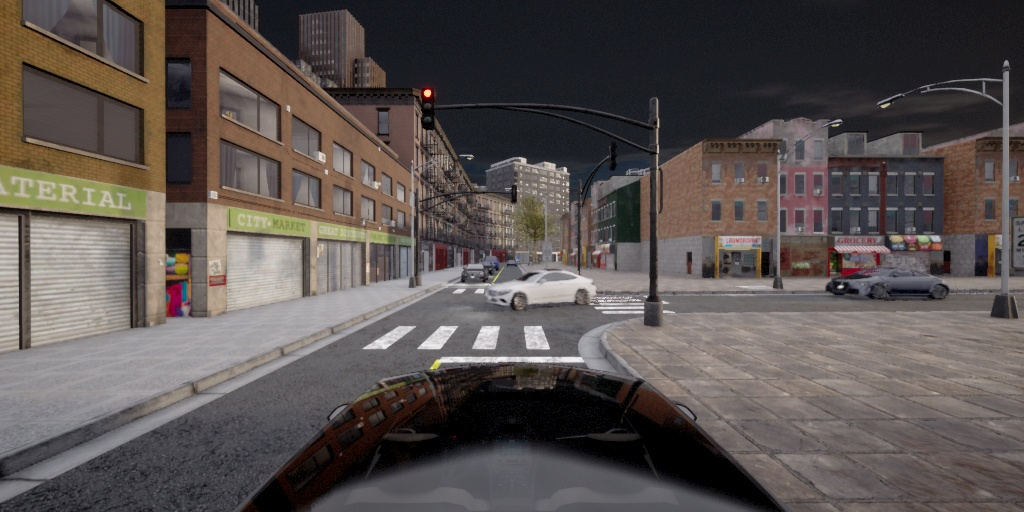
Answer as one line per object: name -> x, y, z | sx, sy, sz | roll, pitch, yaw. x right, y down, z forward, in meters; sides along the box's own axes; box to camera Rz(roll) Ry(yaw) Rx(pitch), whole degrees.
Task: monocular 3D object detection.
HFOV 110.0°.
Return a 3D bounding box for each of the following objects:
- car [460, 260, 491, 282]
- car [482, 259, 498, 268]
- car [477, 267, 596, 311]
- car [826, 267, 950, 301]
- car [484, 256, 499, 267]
car -> -2.902, 1.281, 28.688 | 1.812, 1.442, 4.674 | 0, 0, 0
car -> -2.934, 1.311, 39.120 | 2.033, 1.411, 5.357 | 0, 0, 0
car -> 1.215, 1.271, 14.330 | 4.674, 1.442, 1.812 | 0, -1, -28
car -> 16.880, 1.213, 16.250 | 4.181, 1.385, 1.994 | 0, 0, 0
car -> -2.936, 0.997, 49.741 | 2.150, 2.045, 5.566 | 0, 0, 1
